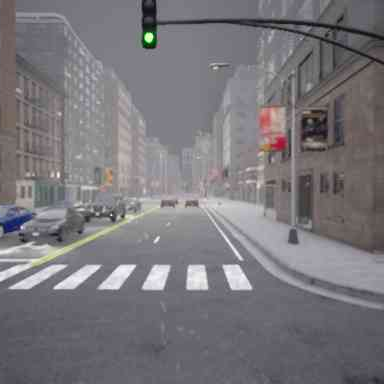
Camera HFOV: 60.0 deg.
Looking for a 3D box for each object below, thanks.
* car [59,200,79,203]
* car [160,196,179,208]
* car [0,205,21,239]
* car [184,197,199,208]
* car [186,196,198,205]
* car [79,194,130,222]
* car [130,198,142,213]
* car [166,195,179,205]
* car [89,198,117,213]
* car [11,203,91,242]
[{"bbox_3d":[-9.840,1.437,26.610,2.128,1.511,4.902,0,0,0],"label":"car"},{"bbox_3d":[-3.255,1.393,45.661,1.882,1.535,5.008,0,0,0],"label":"car"},{"bbox_3d":[-9.836,1.440,17.107,1.882,1.535,5.008,0,0,0],"label":"car"},{"bbox_3d":[-0.005,1.392,45.628,1.882,1.535,5.008,0,0,0],"label":"car"},{"bbox_3d":[-0.006,1.466,56.078,1.994,1.385,4.181,0,0,0],"label":"car"},{"bbox_3d":[-6.593,1.168,25.918,2.150,2.045,5.566,0,0,0],"label":"car"},{"bbox_3d":[-6.596,1.421,36.077,2.128,1.511,4.902,0,0,0],"label":"car"},{"bbox_3d":[-3.256,1.379,56.077,1.882,1.535,5.008,0,0,0],"label":"car"},{"bbox_3d":[-9.844,1.433,37.040,1.837,1.490,4.892,0,0,0],"label":"car"},{"bbox_3d":[-6.594,1.490,16.216,1.812,1.442,4.674,0,0,-2],"label":"car"}]
